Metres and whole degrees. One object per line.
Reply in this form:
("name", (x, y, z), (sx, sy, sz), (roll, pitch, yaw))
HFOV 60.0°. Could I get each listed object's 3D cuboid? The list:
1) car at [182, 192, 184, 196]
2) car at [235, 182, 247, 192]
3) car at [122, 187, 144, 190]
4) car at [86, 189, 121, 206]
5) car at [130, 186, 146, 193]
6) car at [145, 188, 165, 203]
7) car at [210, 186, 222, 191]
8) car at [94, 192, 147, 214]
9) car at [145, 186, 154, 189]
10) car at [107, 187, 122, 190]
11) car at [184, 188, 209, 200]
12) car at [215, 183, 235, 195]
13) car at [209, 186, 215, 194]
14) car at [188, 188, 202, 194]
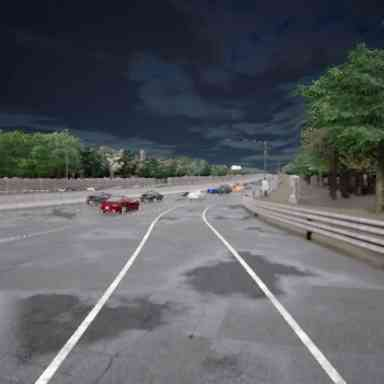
("car", (-0.182, 0.247, 60.517), (1.895, 1.301, 4.718), (1, 2, 17))
("car", (13.114, -1.045, 91.466), (2.097, 1.767, 4.553), (1, 3, 17))
("car", (-12.078, -0.096, 69.351), (1.994, 1.385, 4.181), (1, 2, 17))
("car", (-10.533, 0.791, 39.393), (1.837, 1.490, 4.892), (1, 2, 18))
("car", (-14.057, -0.668, 86.514), (2.128, 1.511, 4.902), (1, 2, 17))
("car", (-5.255, 0.643, 44.471), (1.837, 1.490, 4.892), (1, 2, 18))
("car", (6.910, -1.017, 95.113), (2.128, 1.511, 4.902), (1, 3, 17))
("car", (-6.243, 1.075, 29.733), (1.882, 1.535, 5.008), (1, 2, 17))
("car", (-10.712, -0.679, 85.485), (1.882, 1.535, 5.008), (1, 2, 17))
("car", (-15.424, -0.186, 70.376), (1.837, 1.490, 4.892), (1, 2, 17))
("car", (0.752, 0.444, 51.845), (1.812, 1.442, 4.674), (1, 2, 18))
("car", (7.232, -0.491, 72.463), (2.150, 2.045, 5.566), (1, 2, 17))
("car", (4.827, -0.369, 76.518), (1.882, 1.535, 5.008), (1, 2, 17))
("car", (0.773, -0.218, 75.275), (1.895, 1.301, 4.718), (1, 2, 17))
